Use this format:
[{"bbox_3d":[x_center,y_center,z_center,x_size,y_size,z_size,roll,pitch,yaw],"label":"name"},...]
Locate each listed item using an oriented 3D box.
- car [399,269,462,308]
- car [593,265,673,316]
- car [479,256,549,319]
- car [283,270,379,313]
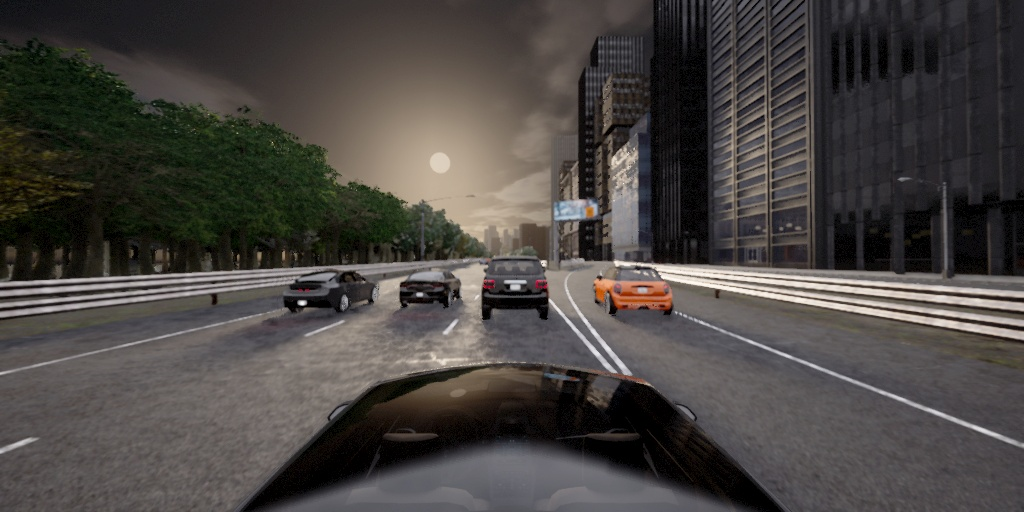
[{"bbox_3d":[-3.401,1.284,15.698,1.882,1.535,5.008,0,0,0],"label":"car"},{"bbox_3d":[4.433,1.149,13.842,2.097,1.767,4.553,0,0,4],"label":"car"},{"bbox_3d":[0.100,1.018,13.208,2.150,2.045,5.566,0,0,0],"label":"car"},{"bbox_3d":[-6.903,1.305,14.223,1.837,1.490,4.892,0,0,0],"label":"car"}]
